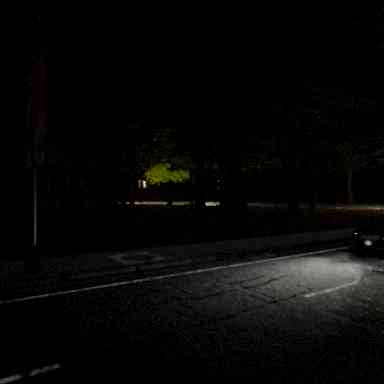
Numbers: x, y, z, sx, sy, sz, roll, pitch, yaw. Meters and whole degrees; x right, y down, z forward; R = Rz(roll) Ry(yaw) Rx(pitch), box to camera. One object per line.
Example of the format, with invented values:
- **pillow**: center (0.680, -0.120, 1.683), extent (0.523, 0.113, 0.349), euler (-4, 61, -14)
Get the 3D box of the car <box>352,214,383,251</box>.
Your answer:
- **car**: center (8.531, 1.647, 13.748), extent (4.902, 1.511, 2.128), euler (1, 0, -35)
